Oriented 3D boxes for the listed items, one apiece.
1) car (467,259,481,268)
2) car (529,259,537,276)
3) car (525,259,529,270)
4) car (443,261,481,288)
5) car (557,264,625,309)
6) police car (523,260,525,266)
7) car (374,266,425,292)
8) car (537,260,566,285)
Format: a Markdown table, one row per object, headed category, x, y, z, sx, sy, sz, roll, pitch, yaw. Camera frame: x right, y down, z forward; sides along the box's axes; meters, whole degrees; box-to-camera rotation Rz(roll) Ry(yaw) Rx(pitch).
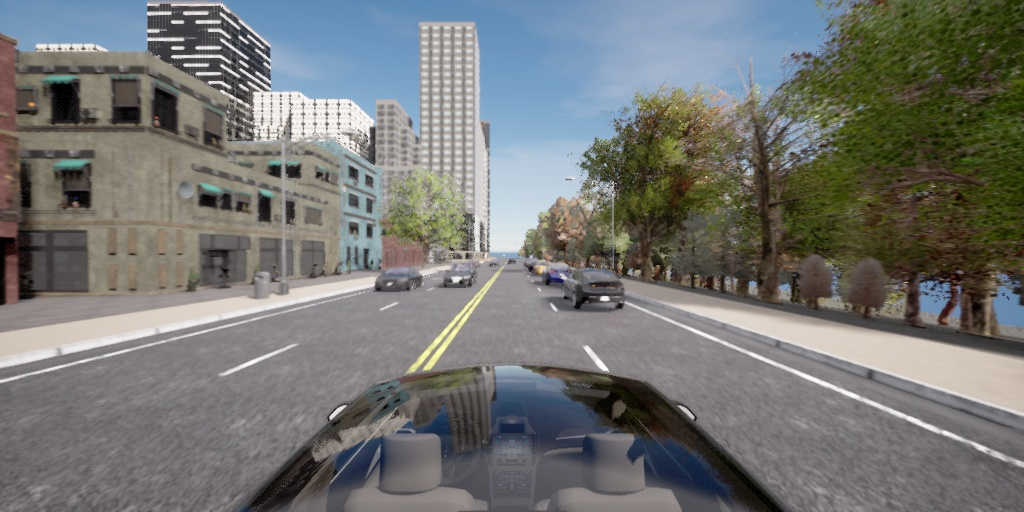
| category | x | y | z | sx | sy | sz | roll | pitch | yaw |
| --- | --- | --- | --- | --- | --- | --- | --- | --- | --- |
| car | -6.525 | 1.302 | 62.443 | 1.994 | 1.385 | 4.181 | 0 | 0 | 0 |
| car | 3.171 | 1.204 | 37.349 | 1.801 | 1.575 | 5.366 | 0 | 0 | -3 |
| car | 3.243 | 1.251 | 48.001 | 2.163 | 1.488 | 4.792 | 0 | 0 | 0 |
| car | -3.343 | 1.240 | 23.919 | 2.128 | 1.511 | 4.902 | 0 | 0 | 0 |
| car | 3.247 | 1.253 | 14.970 | 1.837 | 1.490 | 4.892 | 0 | 0 | 0 |
| police car | 3.242 | 1.253 | 58.972 | 2.038 | 1.542 | 4.974 | 0 | 0 | 0 |
| car | -6.595 | 1.312 | 21.344 | 1.994 | 1.385 | 4.181 | 0 | 0 | 0 |
| car | 3.246 | 1.252 | 26.000 | 2.163 | 1.488 | 4.792 | 0 | 0 | 0 |
